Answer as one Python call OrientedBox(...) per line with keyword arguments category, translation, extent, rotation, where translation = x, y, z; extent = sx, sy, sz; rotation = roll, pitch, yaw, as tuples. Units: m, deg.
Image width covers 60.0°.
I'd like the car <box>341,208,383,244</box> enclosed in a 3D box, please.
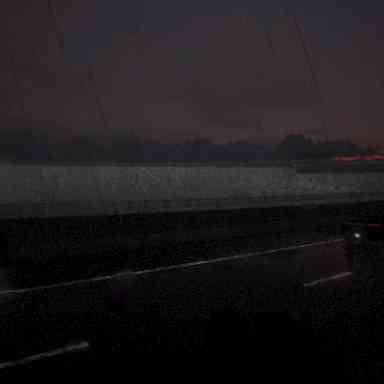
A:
OrientedBox(category="car", translation=(8.262, 1.411, 14.062), extent=(4.902, 1.511, 2.128), rotation=(-1, 0, -35))
